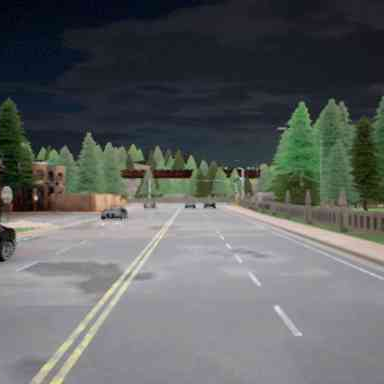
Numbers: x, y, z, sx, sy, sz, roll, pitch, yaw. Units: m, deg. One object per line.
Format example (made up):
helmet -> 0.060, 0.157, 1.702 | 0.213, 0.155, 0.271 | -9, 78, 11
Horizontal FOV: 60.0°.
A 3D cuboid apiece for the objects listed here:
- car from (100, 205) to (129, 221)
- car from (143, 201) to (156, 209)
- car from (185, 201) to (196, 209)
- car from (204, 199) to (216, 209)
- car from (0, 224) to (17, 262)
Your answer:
car -> -7.293, 1.979, 31.648 | 1.994, 1.385, 4.181 | 0, -1, 0
car -> -7.429, 2.258, 58.585 | 2.128, 1.511, 4.902 | 0, -1, 0
car -> -0.280, 2.363, 61.331 | 1.994, 1.385, 4.181 | 0, -1, 0
car -> 3.225, 2.142, 60.699 | 2.097, 1.767, 4.553 | 0, -1, 0
car -> -7.156, 1.625, 9.950 | 2.128, 1.511, 4.902 | 0, -1, 0
